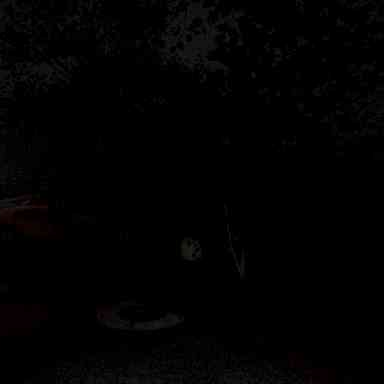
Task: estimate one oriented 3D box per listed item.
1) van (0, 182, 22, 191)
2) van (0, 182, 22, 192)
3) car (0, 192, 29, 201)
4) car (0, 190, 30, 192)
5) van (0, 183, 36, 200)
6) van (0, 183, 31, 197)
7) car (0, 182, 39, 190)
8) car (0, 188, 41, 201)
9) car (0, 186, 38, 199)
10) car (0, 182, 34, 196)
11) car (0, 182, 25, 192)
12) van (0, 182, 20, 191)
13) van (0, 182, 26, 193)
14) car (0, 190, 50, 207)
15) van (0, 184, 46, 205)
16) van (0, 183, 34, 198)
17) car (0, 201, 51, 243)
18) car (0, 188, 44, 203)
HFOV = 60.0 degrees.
[{"bbox_3d":[-41.022,-1.236,75.165,4.442,1.987,1.878,1,1,-30],"label":"van"},{"bbox_3d":[-39.708,-1.155,72.871,4.442,1.987,1.878,1,1,-30],"label":"van"},{"bbox_3d":[-8.135,1.109,17.586,4.553,1.767,2.185,1,2,-30],"label":"car"},{"bbox_3d":[-12.393,0.905,24.579,5.366,1.575,1.946,1,2,-30],"label":"car"},{"bbox_3d":[-21.938,-0.043,41.405,4.442,1.987,1.878,1,1,-30],"label":"van"},{"bbox_3d":[-26.083,-0.302,48.622,4.442,1.987,1.878,1,1,-30],"label":"van"},{"bbox_3d":[-14.950,0.442,29.482,5.566,2.045,2.435,1,2,-30],"label":"car"},{"bbox_3d":[-20.459,0.305,39.092,4.792,1.488,2.163,1,1,-30],"label":"car"},{"bbox_3d":[-23.231,0.096,43.882,5.008,1.535,2.097,1,1,-30],"label":"car"},{"bbox_3d":[-27.381,-0.411,51.067,5.566,2.045,2.435,1,1,-30],"label":"car"},{"bbox_3d":[-38.456,-1.097,70.396,5.566,2.045,2.435,1,1,-30],"label":"car"},{"bbox_3d":[-42.667,-1.329,77.567,4.442,1.987,1.878,1,1,-30],"label":"van"},{"bbox_3d":[-34.202,-0.814,63.261,4.442,1.987,1.878,1,1,-30],"label":"van"},{"bbox_3d":[-16.384,0.612,31.862,4.792,1.488,2.163,1,2,-30],"label":"car"},{"bbox_3d":[-17.687,0.248,34.437,4.442,1.987,1.878,1,2,-30],"label":"van"},{"bbox_3d":[-24.504,-0.213,46.335,4.442,1.987,1.878,1,1,-30],"label":"van"},{"bbox_3d":[-6.795,1.343,15.168,5.008,1.535,2.097,1,2,-30],"label":"car"},{"bbox_3d":[-19.148,0.398,36.803,4.792,1.488,2.163,1,2,-30],"label":"car"}]
